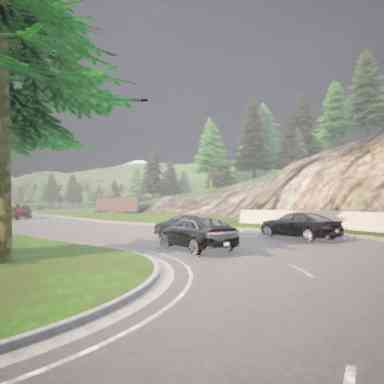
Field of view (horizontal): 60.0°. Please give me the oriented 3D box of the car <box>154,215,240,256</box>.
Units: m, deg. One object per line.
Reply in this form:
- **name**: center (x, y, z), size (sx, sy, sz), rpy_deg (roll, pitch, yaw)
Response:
- **car**: center (0.185, 1.908, 15.182), size (2.128, 1.511, 4.902), rpy_deg (0, -2, -29)

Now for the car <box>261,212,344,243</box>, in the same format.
- **car**: center (6.042, 1.879, 18.801), size (1.882, 1.535, 5.008), rpy_deg (1, -2, -30)

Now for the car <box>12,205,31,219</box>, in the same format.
- **car**: center (-27.082, 3.174, 52.911), size (2.150, 2.045, 5.566), rpy_deg (0, -2, -34)

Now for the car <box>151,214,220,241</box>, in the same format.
- **car**: center (-0.514, 2.154, 21.136), size (4.181, 1.385, 1.994), rpy_deg (-3, -2, 44)
